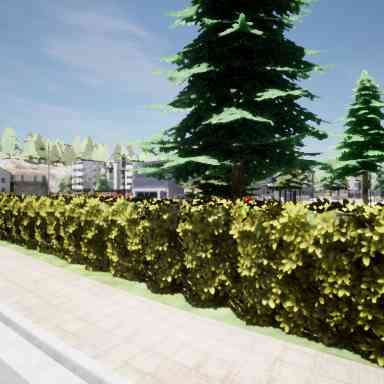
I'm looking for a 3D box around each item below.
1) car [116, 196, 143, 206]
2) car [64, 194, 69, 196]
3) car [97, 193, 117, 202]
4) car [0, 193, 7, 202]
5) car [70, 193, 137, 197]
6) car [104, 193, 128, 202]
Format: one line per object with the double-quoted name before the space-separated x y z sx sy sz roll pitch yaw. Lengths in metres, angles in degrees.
"car" -10.065 1.384 53.309 1.970 1.475 3.806 0 0 44
"car" -27.350 1.154 80.367 2.152 1.636 5.027 0 0 44
"car" -18.236 1.077 71.388 1.905 1.878 3.866 0 0 44
"car" -41.786 1.097 70.187 1.932 1.855 4.605 0 0 44
"car" -8.071 1.221 31.035 2.150 2.045 5.566 0 0 44
"car" -15.876 1.097 69.643 1.932 1.855 4.605 0 0 44
